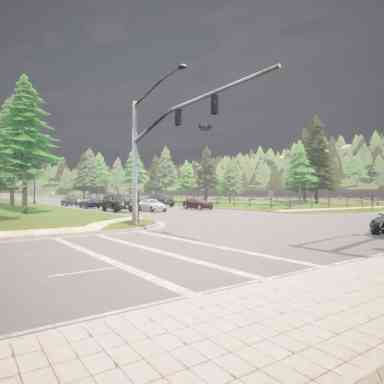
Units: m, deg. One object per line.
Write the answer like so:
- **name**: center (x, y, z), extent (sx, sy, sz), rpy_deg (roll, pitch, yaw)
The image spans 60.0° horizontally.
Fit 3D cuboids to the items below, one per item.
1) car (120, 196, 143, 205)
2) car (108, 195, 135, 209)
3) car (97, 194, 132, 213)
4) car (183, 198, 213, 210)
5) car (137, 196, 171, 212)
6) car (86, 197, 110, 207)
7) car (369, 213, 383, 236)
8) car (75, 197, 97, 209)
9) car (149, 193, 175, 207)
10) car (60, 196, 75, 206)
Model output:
- **car**: center (-10.965, 1.547, 59.583), extent (2.033, 1.411, 5.357), rpy_deg (0, 0, -35)
- **car**: center (-9.707, 1.352, 45.570), extent (2.097, 1.767, 4.553), rpy_deg (0, 0, -35)
- **car**: center (-8.522, 1.221, 37.813), extent (2.150, 2.045, 5.566), rpy_deg (0, 0, -36)
- **car**: center (0.734, 1.478, 42.888), extent (1.882, 1.535, 5.008), rpy_deg (0, 0, -35)
- **car**: center (-4.653, 1.526, 38.412), extent (1.812, 1.442, 4.674), rpy_deg (0, 0, -35)
- **car**: center (-15.163, 1.547, 53.341), extent (2.033, 1.411, 5.357), rpy_deg (0, 0, -35)
- **car**: center (11.126, 1.505, 17.245), extent (4.892, 1.490, 1.837), rpy_deg (0, 0, -35)
- **car**: center (-14.148, 1.601, 45.801), extent (1.895, 1.301, 4.718), rpy_deg (0, 0, -35)
- **car**: center (-4.842, 1.221, 50.820), extent (2.150, 2.045, 5.566), rpy_deg (0, 0, -35)
- **car**: center (-20.070, 1.505, 54.254), extent (1.837, 1.490, 4.892), rpy_deg (0, 0, -35)
